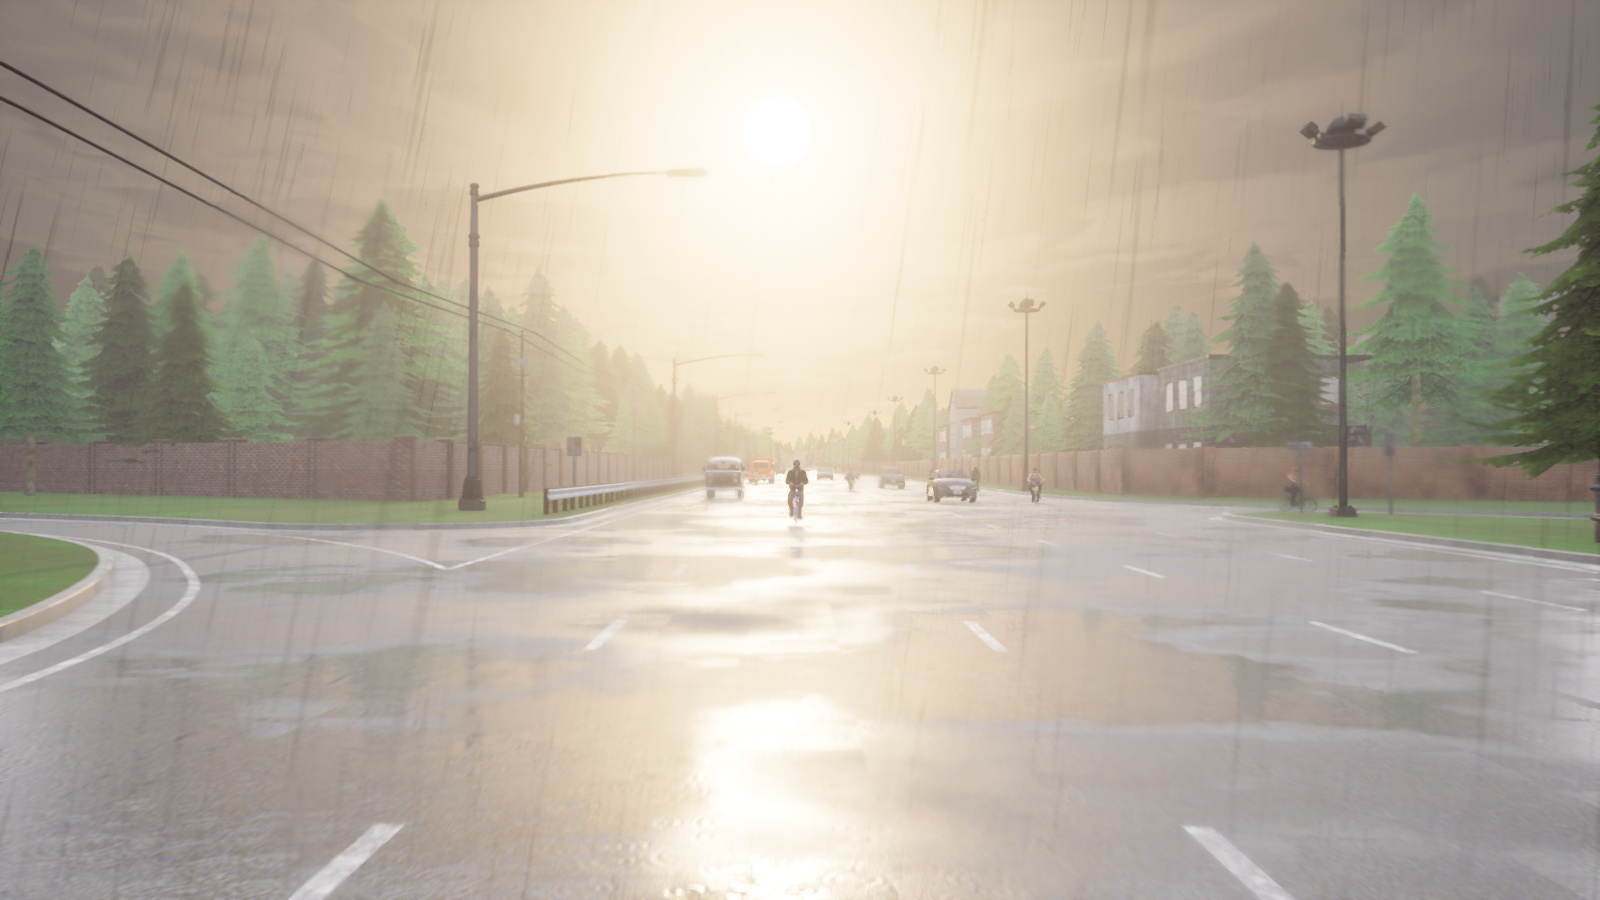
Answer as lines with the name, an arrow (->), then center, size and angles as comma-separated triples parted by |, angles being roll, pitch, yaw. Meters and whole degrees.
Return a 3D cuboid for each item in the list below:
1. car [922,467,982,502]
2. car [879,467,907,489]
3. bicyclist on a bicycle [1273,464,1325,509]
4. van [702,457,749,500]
car -> 6.864, 1.529, 57.212 | 2.128, 1.511, 4.902 | 0, -1, 0
car -> 6.782, 2.033, 92.091 | 1.789, 1.549, 3.705 | 0, -1, 0
bicyclist on a bicycle -> 18.015, 1.301, 45.352 | 0.866, 1.612, 1.509 | 1, -1, -37
van -> -3.648, 1.403, 61.944 | 2.069, 2.038, 4.480 | 0, -1, 0
